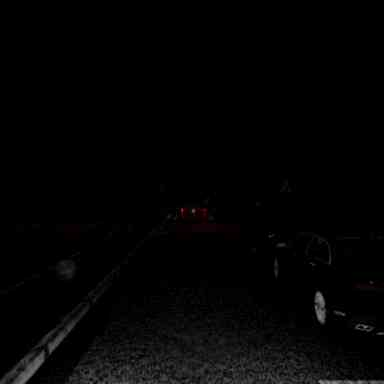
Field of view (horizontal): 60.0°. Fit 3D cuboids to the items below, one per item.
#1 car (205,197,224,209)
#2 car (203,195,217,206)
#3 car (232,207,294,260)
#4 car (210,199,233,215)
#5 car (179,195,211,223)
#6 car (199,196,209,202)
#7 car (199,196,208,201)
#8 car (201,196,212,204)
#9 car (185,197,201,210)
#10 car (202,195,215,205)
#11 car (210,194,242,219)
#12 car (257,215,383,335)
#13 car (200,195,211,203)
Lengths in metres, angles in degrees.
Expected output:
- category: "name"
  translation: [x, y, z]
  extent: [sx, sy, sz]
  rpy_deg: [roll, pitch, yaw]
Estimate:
- category: "car"
  translation: [2.988, 1.492, 45.363]
  extent: [2.231, 1.521, 4.892]
  rpy_deg: [0, 0, 0]
- category: "car"
  translation: [2.985, 1.406, 56.380]
  extent: [2.185, 1.767, 4.553]
  rpy_deg: [0, 0, 0]
- category: "car"
  translation: [2.994, 1.509, 12.394]
  extent: [2.163, 1.488, 4.792]
  rpy_deg: [0, 0, 0]
- category: "car"
  translation: [2.990, 1.511, 34.322]
  extent: [2.002, 1.452, 4.674]
  rpy_deg: [0, 0, 0]
- category: "car"
  translation: [0.096, 1.340, 25.267]
  extent: [2.097, 1.767, 4.553]
  rpy_deg: [0, 0, 0]
- category: "car"
  translation: [2.980, 1.679, 84.010]
  extent: [2.231, 1.521, 4.892]
  rpy_deg: [0, 0, 0]
- category: "car"
  translation: [2.970, 1.723, 89.530]
  extent: [2.231, 1.521, 4.892]
  rpy_deg: [0, 0, 0]
- category: "car"
  translation: [2.983, 1.627, 67.576]
  extent: [2.002, 1.452, 4.674]
  rpy_deg: [0, 0, 0]
- category: "car"
  translation: [0.091, 1.482, 42.885]
  extent: [1.882, 1.535, 5.008]
  rpy_deg: [0, 0, 0]
- category: "car"
  translation: [2.984, 1.431, 61.900]
  extent: [2.185, 1.767, 4.553]
  rpy_deg: [0, 0, 0]
- category: "car"
  translation: [2.991, 1.219, 28.835]
  extent: [2.435, 2.045, 5.566]
  rpy_deg: [0, 0, 0]
- category: "car"
  translation: [2.995, 1.483, 6.836]
  extent: [2.231, 1.521, 4.892]
  rpy_deg: [0, 0, 0]
- category: "car"
  translation: [2.982, 1.491, 73.070]
  extent: [2.185, 1.767, 4.553]
  rpy_deg: [0, 0, 0]
